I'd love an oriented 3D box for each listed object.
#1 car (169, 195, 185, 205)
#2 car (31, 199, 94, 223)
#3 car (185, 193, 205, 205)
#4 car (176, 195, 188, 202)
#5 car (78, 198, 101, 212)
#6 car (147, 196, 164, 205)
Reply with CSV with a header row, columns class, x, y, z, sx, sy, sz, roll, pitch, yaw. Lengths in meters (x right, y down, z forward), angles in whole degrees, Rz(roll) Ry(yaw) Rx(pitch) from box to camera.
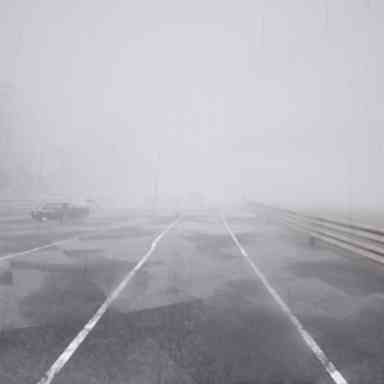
class,x,y,z,sx,sy,sz,roll,pitch,yaw
car,-2.749,1.413,57.805,1.812,1.442,4.674,0,0,12
car,-9.104,1.419,23.571,1.895,1.301,4.718,0,0,9
car,0.812,1.110,57.835,2.150,2.045,5.566,0,0,12
car,-2.243,1.454,76.497,1.812,1.442,4.674,0,0,13
car,-10.933,1.363,33.614,1.812,1.442,4.674,0,0,10
car,-6.325,1.365,57.830,1.882,1.535,5.008,0,0,12
